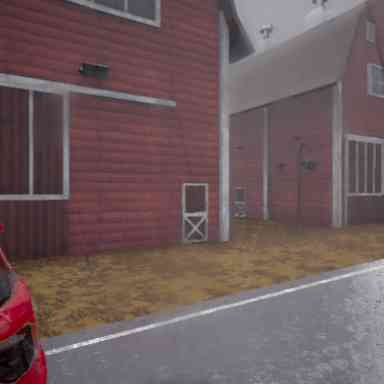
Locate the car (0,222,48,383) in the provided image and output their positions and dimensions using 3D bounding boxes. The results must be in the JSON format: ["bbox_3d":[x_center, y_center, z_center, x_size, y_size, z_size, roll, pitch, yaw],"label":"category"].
[{"bbox_3d":[-3.652,1.213,1.439,5.566,2.045,2.150,0,0,-34],"label":"car"}]
